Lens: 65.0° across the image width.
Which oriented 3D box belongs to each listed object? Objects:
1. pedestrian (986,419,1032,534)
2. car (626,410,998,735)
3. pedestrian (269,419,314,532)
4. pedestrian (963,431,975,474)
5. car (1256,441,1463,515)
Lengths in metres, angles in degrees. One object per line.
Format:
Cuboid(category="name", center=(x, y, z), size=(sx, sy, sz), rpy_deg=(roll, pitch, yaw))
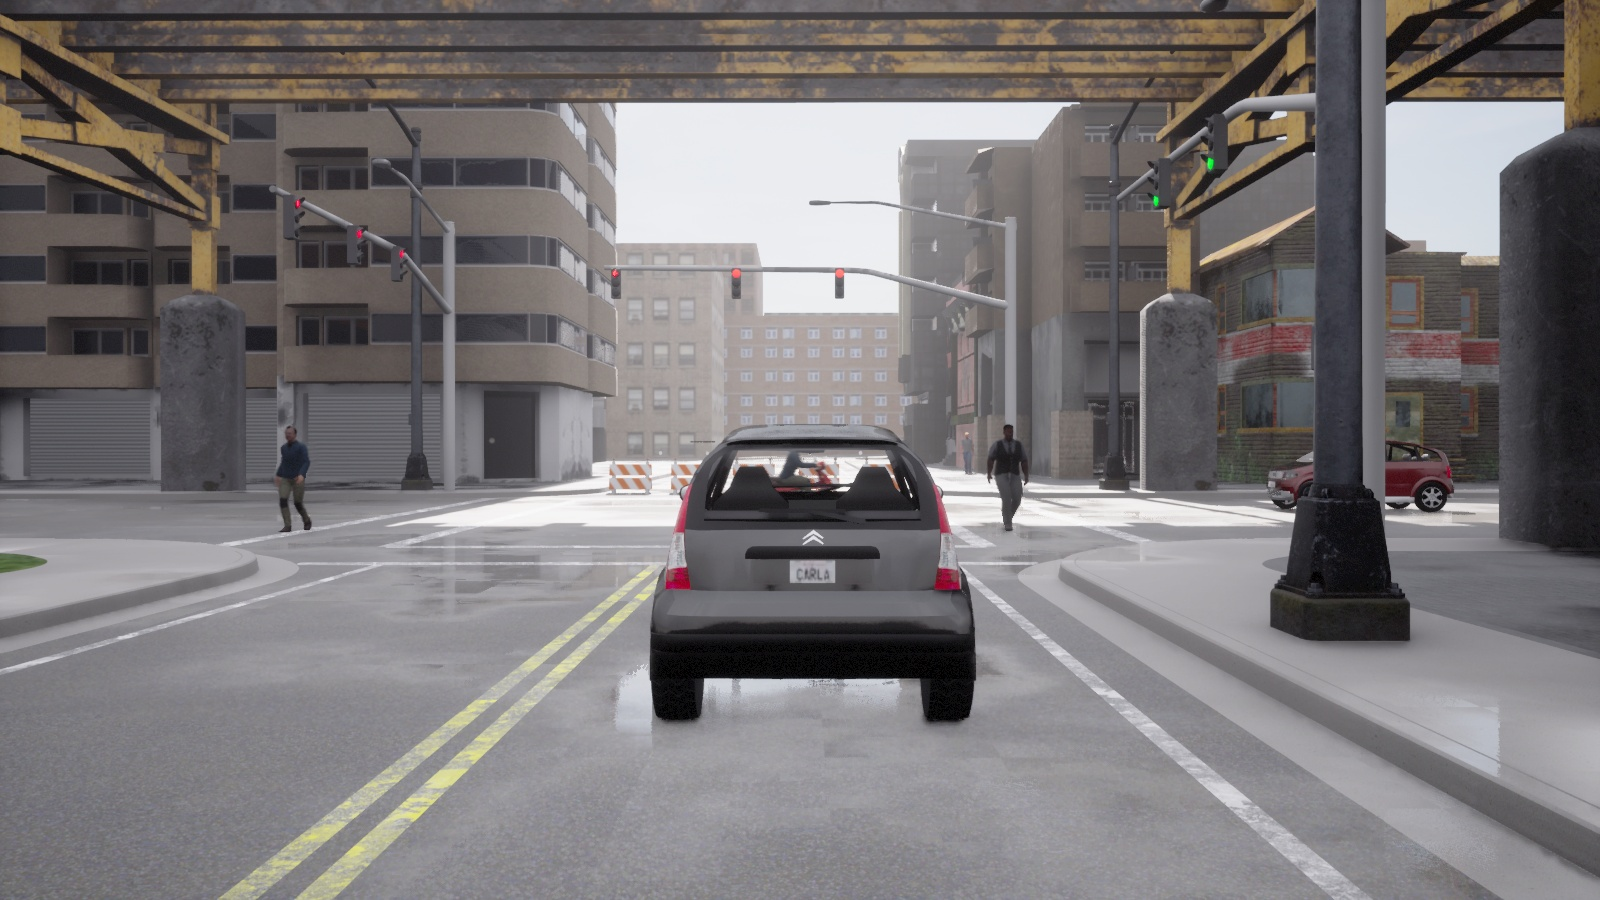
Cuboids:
Cuboid(category="pedestrian", center=(3.480, 0.432, 20.960), size=(0.563, 1.883, 0.849), rpy_deg=(0, 0, -5))
Cuboid(category="car", center=(0.073, 0.598, 8.243), size=(1.851, 1.617, 3.988), rpy_deg=(0, 0, 0))
Cuboid(category="pedestrian", center=(-8.411, 0.417, 20.789), size=(0.402, 1.842, 0.726), rpy_deg=(0, 0, 5))
Cuboid(category="pedestrian", center=(7.246, 0.113, 53.976), size=(0.354, 1.836, 0.706), rpy_deg=(0, 0, -6))
Cuboid(category="car", center=(12.146, 0.580, 27.426), size=(3.705, 1.549, 1.789), rpy_deg=(0, 0, 0))
